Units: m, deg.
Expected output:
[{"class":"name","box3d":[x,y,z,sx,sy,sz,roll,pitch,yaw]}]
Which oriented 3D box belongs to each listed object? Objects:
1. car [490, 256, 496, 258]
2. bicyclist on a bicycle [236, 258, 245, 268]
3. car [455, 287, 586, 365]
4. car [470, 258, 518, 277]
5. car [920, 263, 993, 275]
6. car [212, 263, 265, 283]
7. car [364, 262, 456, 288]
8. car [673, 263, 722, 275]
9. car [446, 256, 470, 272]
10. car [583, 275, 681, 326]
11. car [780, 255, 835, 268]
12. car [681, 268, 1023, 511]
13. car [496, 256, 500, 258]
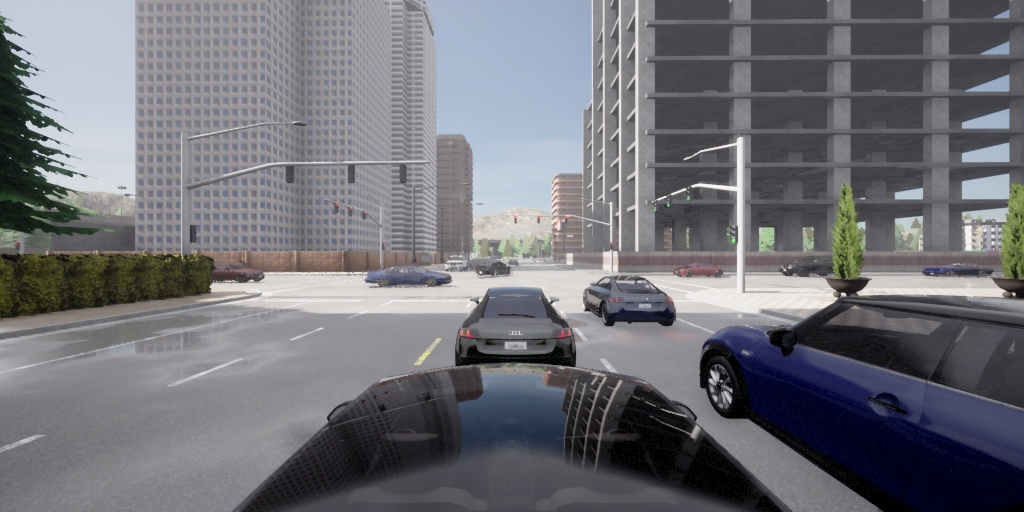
[{"class":"car","box3d":[-3.731,1.102,50.025,2.097,1.767,4.553,0,0,1]},{"class":"bicyclist on a bicycle","box3d":[-29.393,1.051,38.866,0.582,1.620,1.656,0,0,0]},{"class":"car","box3d":[0.058,1.314,7.385,1.994,1.385,4.181,0,0,0]},{"class":"car","box3d":[-1.686,1.255,35.130,1.837,1.490,4.892,2,1,29]},{"class":"car","box3d":[41.604,1.350,33.615,4.718,1.301,1.895,0,0,1]},{"class":"car","box3d":[-21.183,1.276,26.868,4.674,1.442,1.812,0,0,0]},{"class":"car","box3d":[-6.639,1.297,23.238,5.357,1.411,2.033,0,0,0]},{"class":"car","box3d":[17.505,1.314,33.784,4.181,1.385,1.994,0,0,0]},{"class":"car","box3d":[-7.273,0.971,47.065,2.150,2.045,5.566,0,0,1]},{"class":"car","box3d":[3.576,1.314,11.646,1.994,1.385,4.181,0,0,0]},{"class":"car","box3d":[28.426,0.971,33.713,5.566,2.045,2.150,0,0,1]},{"class":"car","box3d":[3.600,1.102,3.043,2.097,1.767,4.553,0,0,0]},{"class":"car","box3d":[-3.591,1.102,58.770,2.097,1.767,4.553,0,0,1]}]
